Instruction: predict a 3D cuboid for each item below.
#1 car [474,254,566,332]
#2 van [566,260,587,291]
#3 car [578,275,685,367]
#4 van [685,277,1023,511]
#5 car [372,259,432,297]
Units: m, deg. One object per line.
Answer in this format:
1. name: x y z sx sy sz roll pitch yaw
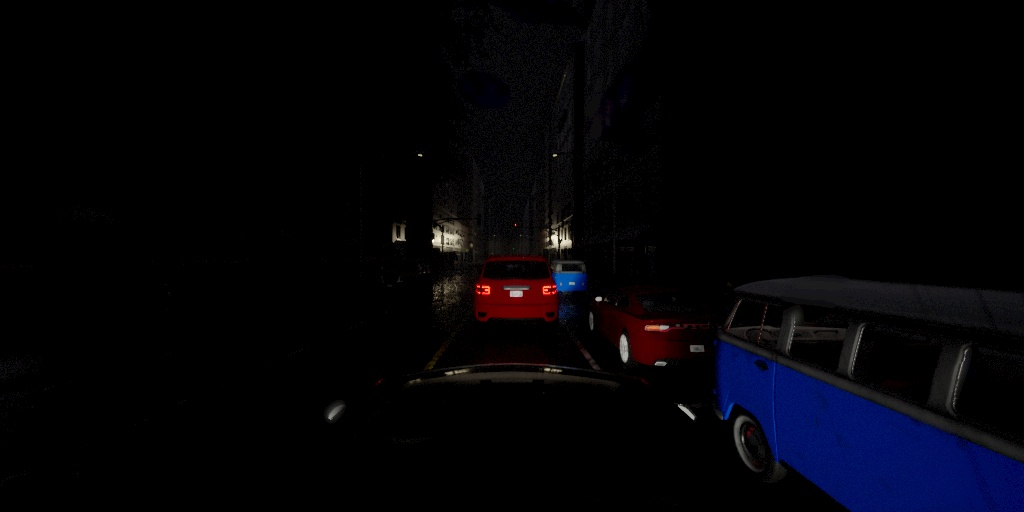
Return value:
1. car: 0.119 0.970 10.991 2.150 2.045 5.566 0 0 0
2. van: 2.890 1.086 19.089 1.690 1.789 3.998 0 0 0
3. car: 2.867 1.294 7.768 1.888 1.381 4.507 0 0 0
4. van: 2.856 1.091 2.107 1.690 1.789 3.998 0 0 0
5. car: -5.635 1.060 19.066 2.192 1.841 5.009 0 0 0
